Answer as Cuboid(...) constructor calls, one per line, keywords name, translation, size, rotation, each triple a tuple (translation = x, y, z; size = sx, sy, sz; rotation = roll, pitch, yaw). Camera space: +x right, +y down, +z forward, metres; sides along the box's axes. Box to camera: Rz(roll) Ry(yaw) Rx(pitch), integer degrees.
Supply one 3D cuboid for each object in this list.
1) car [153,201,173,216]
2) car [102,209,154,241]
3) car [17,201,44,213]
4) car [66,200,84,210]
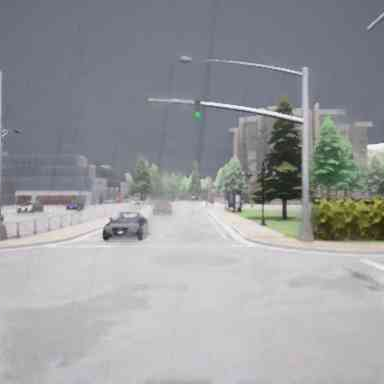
Cuboid(name="car", translation=(-3.426, 1.834, 39.444), size=(2.097, 1.767, 4.553), rotation=(0, -1, 0))
Cuboid(name="car", translation=(-3.465, 1.787, 18.065), size=(1.994, 1.385, 4.181), rotation=(0, -1, 0))
Cuboid(name="car", translation=(-20.430, 1.907, 42.125), size=(1.970, 1.475, 3.806), rotation=(0, -1, 0))
Cuboid(name="car", translation=(-17.363, 1.985, 49.510), size=(1.845, 1.501, 3.633), rotation=(0, -1, 0))
